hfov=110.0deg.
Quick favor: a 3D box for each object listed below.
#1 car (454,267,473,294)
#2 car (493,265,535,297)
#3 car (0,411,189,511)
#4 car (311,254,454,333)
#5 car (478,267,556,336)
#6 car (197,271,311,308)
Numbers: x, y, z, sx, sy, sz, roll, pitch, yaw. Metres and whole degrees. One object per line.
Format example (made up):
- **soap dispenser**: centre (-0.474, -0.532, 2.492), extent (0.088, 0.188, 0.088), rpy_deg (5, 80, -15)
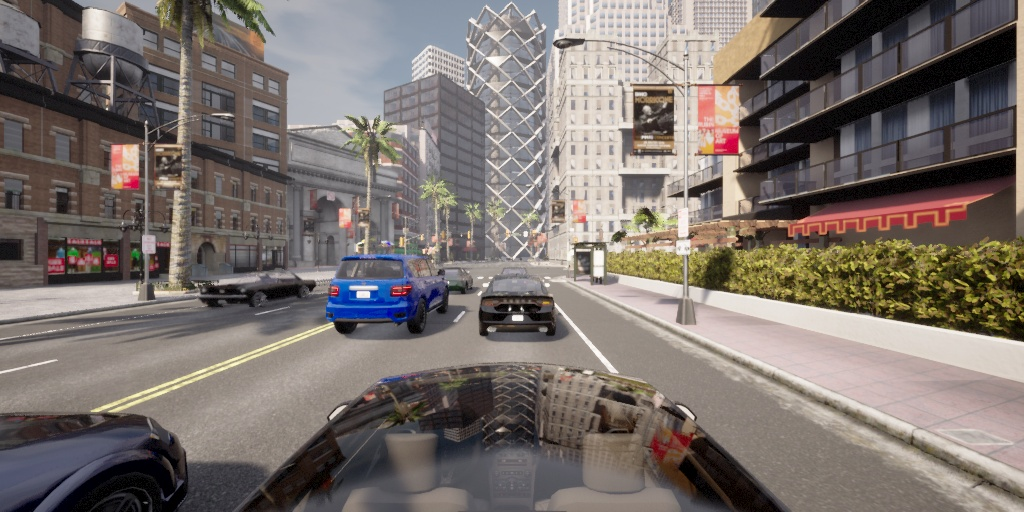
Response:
- **car**: centre (-3.355, 1.314, 20.214), extent (1.994, 1.385, 4.181), rpy_deg (0, 0, 0)
- **car**: centre (0.139, 1.297, 20.041), extent (2.033, 1.411, 5.357), rpy_deg (0, 0, 0)
- **car**: centre (-3.341, 1.314, 0.846), extent (1.994, 1.385, 4.181), rpy_deg (0, 0, 0)
- **car**: centre (-3.379, 0.971, 10.855), extent (2.150, 2.045, 5.566), rpy_deg (0, 0, 0)
- **car**: centre (0.128, 1.228, 10.451), extent (1.882, 1.535, 5.008), rpy_deg (0, 0, 0)
- **car**: centre (-10.511, 1.351, 15.227), extent (1.895, 1.301, 4.718), rpy_deg (0, 0, 1)
